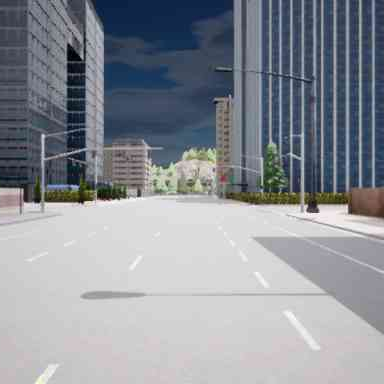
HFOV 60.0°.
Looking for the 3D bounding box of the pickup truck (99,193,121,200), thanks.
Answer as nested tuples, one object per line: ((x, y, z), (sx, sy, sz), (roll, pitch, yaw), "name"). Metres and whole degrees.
((-21.287, 1.032, 86.835), (2.390, 2.098, 6.274), (0, 0, 30), "pickup truck")
